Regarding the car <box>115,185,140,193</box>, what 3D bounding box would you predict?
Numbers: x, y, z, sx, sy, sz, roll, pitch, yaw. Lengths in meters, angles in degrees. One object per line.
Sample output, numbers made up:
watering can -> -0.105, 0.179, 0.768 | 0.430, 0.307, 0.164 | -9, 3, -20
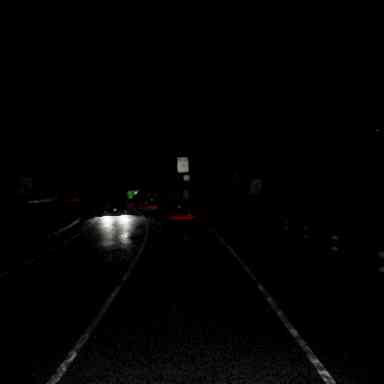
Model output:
car -> -8.084, 0.172, 42.121 | 2.150, 2.045, 5.566 | -4, 3, -30

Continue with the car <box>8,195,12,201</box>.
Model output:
car -> -34.497, 0.747, 66.180 | 4.892, 1.490, 1.837 | -3, 5, 27

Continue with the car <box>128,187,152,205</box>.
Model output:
car -> -5.170, 0.555, 36.544 | 1.882, 1.535, 5.008 | -3, 3, -25

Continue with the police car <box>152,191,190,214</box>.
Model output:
police car -> -1.615, 0.783, 26.841 | 1.930, 1.638, 5.238 | -2, 2, -15

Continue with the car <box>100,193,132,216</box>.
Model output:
car -> -6.137, 1.057, 26.031 | 1.994, 1.385, 4.181 | -2, 2, -17

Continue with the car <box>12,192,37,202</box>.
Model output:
car -> -29.523, 0.995, 59.295 | 4.718, 1.301, 1.895 | -2, 4, 38

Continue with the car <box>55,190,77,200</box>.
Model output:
car -> -21.825, 0.447, 57.384 | 4.902, 1.511, 2.128 | -1, 4, 37
